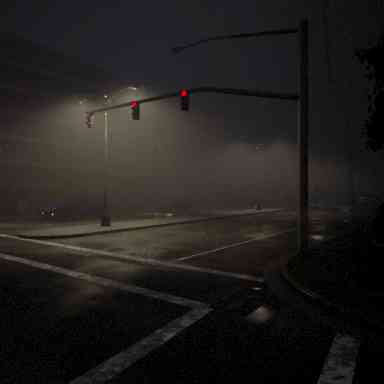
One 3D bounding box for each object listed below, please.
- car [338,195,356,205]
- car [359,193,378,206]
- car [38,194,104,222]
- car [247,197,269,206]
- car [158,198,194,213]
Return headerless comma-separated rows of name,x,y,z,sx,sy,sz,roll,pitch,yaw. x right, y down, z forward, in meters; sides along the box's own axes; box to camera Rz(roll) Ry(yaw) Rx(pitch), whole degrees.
car,26.656,1.352,57.155,2.097,1.767,4.553,0,0,36
car,28.722,1.221,54.041,2.150,2.045,5.566,0,0,36
car,-9.541,1.222,27.126,2.150,2.045,5.566,0,0,36
car,11.162,1.548,55.561,2.033,1.411,5.357,0,0,36
car,-1.798,1.478,37.814,1.882,1.535,5.008,0,1,36
